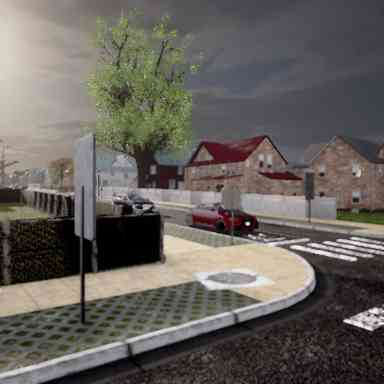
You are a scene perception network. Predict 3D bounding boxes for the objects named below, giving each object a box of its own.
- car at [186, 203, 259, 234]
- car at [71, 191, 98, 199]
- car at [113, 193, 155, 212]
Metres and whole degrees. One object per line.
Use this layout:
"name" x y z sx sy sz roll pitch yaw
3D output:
"car" 1.472 1.260 17.270 1.994 1.385 4.181 0 2 -36
"car" -11.785 0.504 36.220 1.837 1.490 4.892 0 1 -35
"car" -4.600 0.869 25.903 2.128 1.511 4.902 0 2 -35
